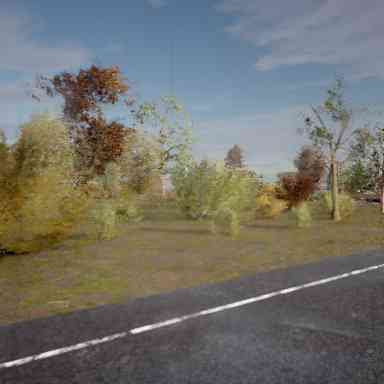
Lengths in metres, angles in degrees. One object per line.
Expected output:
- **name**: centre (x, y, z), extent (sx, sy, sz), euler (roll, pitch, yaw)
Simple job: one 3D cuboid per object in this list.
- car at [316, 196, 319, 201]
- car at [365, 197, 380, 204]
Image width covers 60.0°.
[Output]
- **car**: centre (27.907, 1.293, 78.554), extent (2.128, 1.511, 4.902), euler (0, 0, -37)
- **car**: centre (33.666, 1.470, 59.401), extent (1.895, 1.301, 4.718), euler (0, 0, -37)
